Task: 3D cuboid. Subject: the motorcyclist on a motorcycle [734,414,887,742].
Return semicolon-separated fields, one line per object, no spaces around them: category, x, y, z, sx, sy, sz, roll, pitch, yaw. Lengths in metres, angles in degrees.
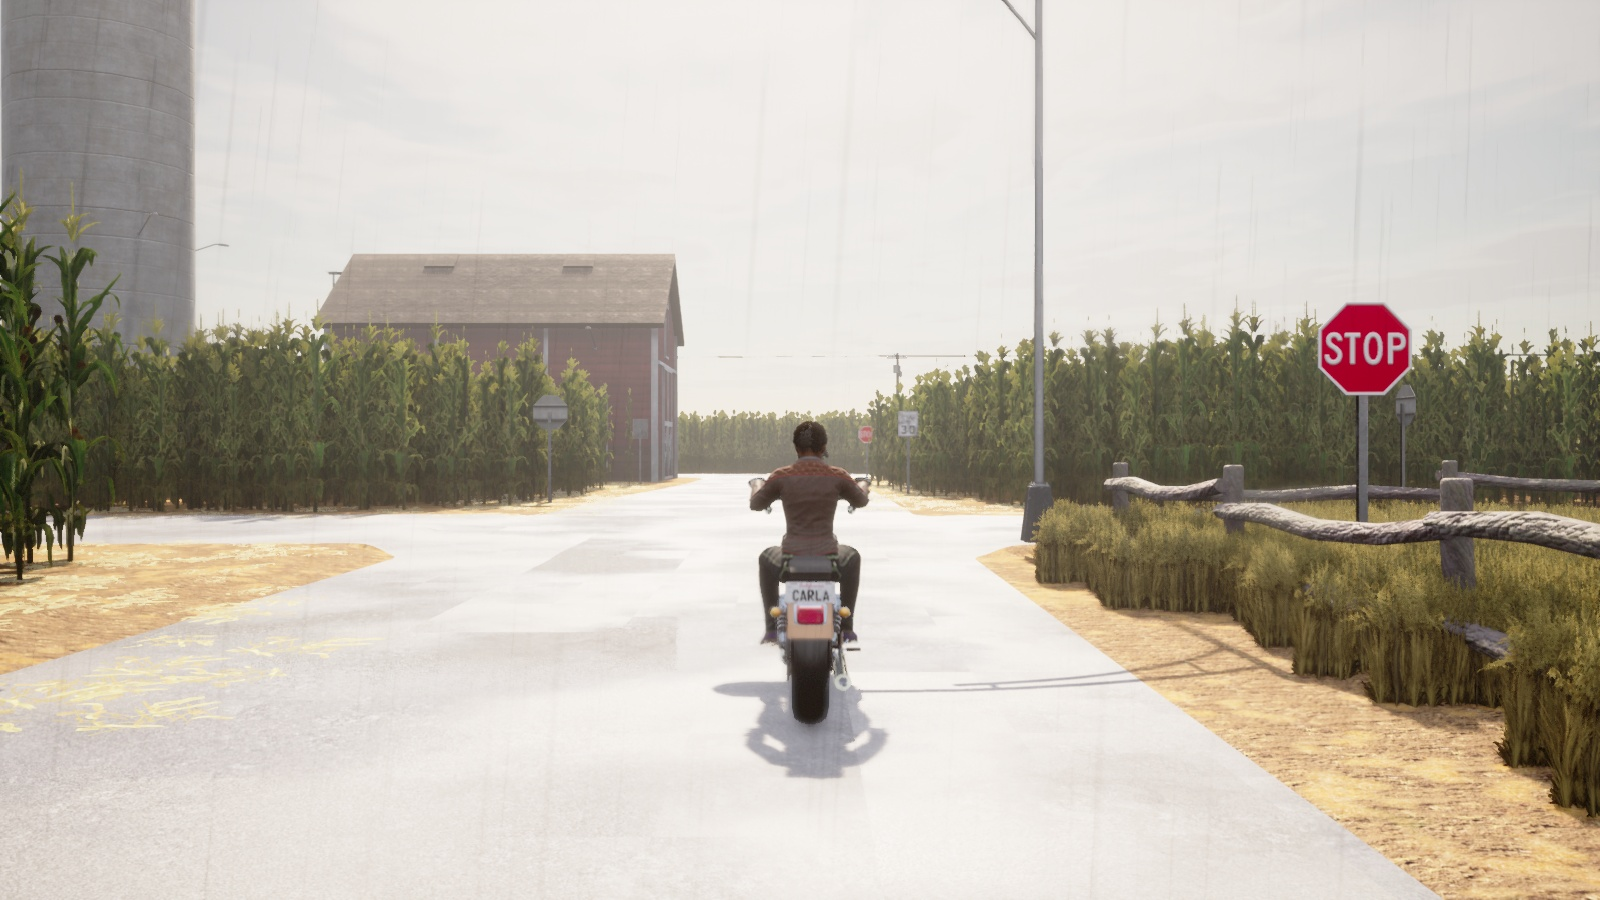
motorcyclist on a motorcycle;0.059;0.638;7.490;0.766;1.649;2.350;0;0;0
